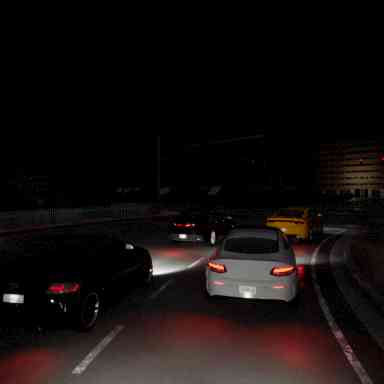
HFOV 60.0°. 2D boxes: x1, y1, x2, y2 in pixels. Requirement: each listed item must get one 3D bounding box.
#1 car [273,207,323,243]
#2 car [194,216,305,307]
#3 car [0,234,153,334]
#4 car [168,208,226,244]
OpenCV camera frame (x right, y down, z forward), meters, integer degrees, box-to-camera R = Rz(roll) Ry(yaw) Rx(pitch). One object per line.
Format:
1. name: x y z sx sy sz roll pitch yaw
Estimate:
1. car: 5.202 1.478 16.490 1.882 1.535 5.008 0 0 30
2. car: 1.521 1.526 7.979 1.812 1.442 4.674 0 0 14
3. car: -2.271 1.564 6.949 1.994 1.385 4.181 0 0 11
4. car: 0.603 1.505 15.386 1.837 1.490 4.892 0 0 23
